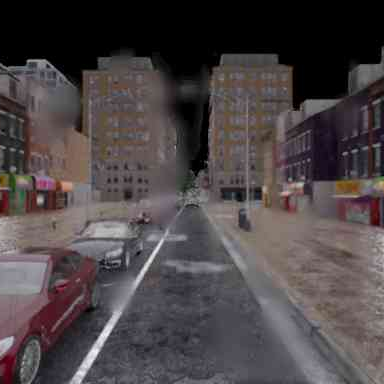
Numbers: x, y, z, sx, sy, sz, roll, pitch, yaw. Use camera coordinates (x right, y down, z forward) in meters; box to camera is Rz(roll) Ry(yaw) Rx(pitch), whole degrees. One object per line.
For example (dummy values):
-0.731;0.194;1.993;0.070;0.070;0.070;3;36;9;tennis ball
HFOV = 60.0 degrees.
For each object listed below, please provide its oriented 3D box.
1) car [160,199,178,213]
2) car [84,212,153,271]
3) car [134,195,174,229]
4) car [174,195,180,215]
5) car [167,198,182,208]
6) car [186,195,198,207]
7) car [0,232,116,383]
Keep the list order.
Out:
-2.632;1.575;38.685;1.752;1.417;4.829;0;0;0;car
-2.633;1.555;10.786;2.008;1.369;4.403;0;0;0;car
-2.631;1.331;22.014;2.192;1.841;5.009;0;0;0;car
-2.632;1.352;33.242;2.192;1.841;5.009;0;0;0;car
-2.632;1.631;50.083;2.008;1.369;4.403;0;0;0;car
0.003;1.632;51.604;2.033;1.411;5.357;0;0;0;car
-2.633;1.583;5.173;1.802;1.307;4.206;0;0;0;car
